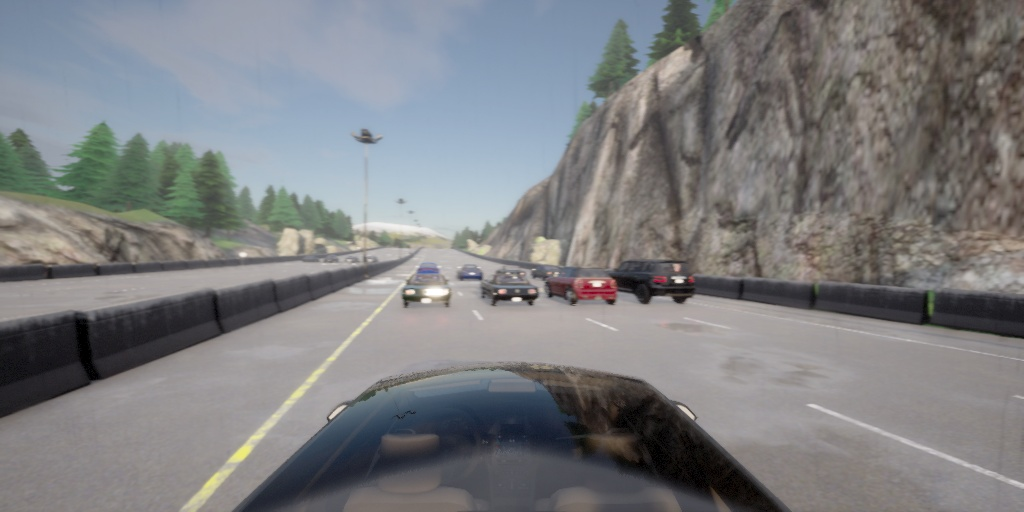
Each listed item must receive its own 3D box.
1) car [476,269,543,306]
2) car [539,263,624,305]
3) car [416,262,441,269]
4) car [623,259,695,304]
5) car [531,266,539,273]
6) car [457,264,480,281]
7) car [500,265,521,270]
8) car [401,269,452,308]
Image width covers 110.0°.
[{"bbox_3d":[-0.297,1.457,16.472,1.895,1.301,4.718,1,0,-13],"label":"car"},{"bbox_3d":[3.123,1.256,17.237,2.097,1.767,4.553,1,-1,-13],"label":"car"},{"bbox_3d":[-7.148,1.266,30.649,1.882,1.535,5.008,1,0,-13],"label":"car"},{"bbox_3d":[6.549,1.173,17.957,2.150,2.045,5.566,1,0,-13],"label":"car"},{"bbox_3d":[3.183,1.488,32.543,2.033,1.411,5.357,1,0,-13],"label":"car"},{"bbox_3d":[-3.694,1.403,31.238,1.994,1.385,4.181,1,0,-13],"label":"car"},{"bbox_3d":[-0.253,1.490,31.870,1.895,1.301,4.718,1,0,-13],"label":"car"},{"bbox_3d":[-3.707,1.406,15.687,1.895,1.301,4.718,1,0,-13],"label":"car"}]
